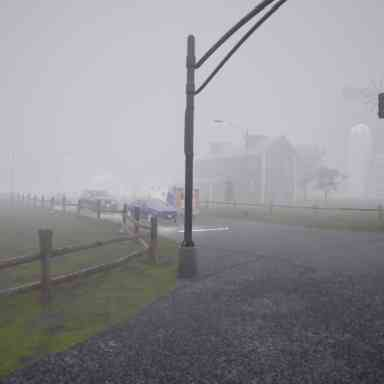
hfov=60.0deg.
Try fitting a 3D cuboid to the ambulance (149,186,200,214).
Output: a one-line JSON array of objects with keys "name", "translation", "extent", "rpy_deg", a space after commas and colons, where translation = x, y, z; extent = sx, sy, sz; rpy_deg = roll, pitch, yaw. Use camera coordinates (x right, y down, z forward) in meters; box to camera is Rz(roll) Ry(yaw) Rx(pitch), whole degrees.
[{"name": "ambulance", "translation": [-2.052, 0.777, 27.875], "extent": [2.351, 2.431, 6.366], "rpy_deg": [1, 0, -36]}]

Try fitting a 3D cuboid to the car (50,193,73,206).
[{"name": "car", "translation": [-16.535, 0.924, 41.964], "extent": [1.837, 1.490, 4.892], "rpy_deg": [1, 0, -35]}]

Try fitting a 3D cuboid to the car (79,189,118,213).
[{"name": "car", "translation": [-8.923, 0.806, 31.292], "extent": [2.150, 2.045, 5.566], "rpy_deg": [1, 0, -36]}]

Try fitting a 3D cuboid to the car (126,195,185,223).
[{"name": "car", "translation": [-2.815, 1.201, 22.738], "extent": [1.882, 1.535, 5.008], "rpy_deg": [1, 0, -36]}]
